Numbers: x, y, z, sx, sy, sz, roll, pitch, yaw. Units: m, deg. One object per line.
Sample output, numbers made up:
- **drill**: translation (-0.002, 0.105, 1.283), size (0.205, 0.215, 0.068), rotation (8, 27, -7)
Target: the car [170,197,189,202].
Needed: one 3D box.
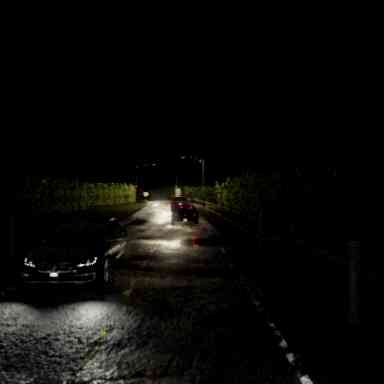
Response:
- **car**: translation (-1.409, 1.365, 38.256), size (2.097, 1.767, 4.553), rotation (0, 0, -4)

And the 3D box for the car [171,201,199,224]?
- **car**: translation (-0.564, 1.604, 24.764), size (1.895, 1.301, 4.718), rotation (0, 0, -3)

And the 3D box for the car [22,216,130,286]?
- **car**: translation (-2.987, 1.503, 9.498), size (1.837, 1.490, 4.892), rotation (0, 0, -1)
